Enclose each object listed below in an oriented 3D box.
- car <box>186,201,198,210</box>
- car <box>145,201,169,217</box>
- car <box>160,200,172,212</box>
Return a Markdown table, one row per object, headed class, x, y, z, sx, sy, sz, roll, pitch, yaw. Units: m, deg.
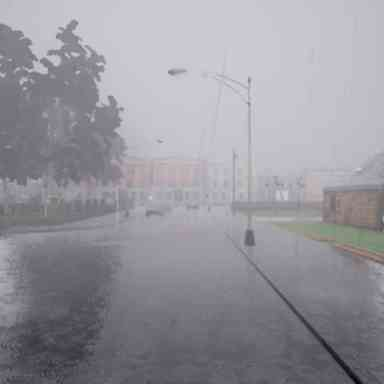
| class | x | y | z | sx | sy | sz | roll | pitch | yaw |
| --- | --- | --- | --- | --- | --- | --- | --- | --- | --- |
| car | 0.028 | 2.278 | 56.282 | 1.994 | 1.385 | 4.181 | 0 | -1 | -2 |
| car | -4.069 | 2.026 | 37.700 | 2.033 | 1.411 | 5.357 | 0 | -1 | 0 |
| car | -4.028 | 1.959 | 47.850 | 2.097 | 1.767 | 4.553 | 0 | -1 | 0 |
